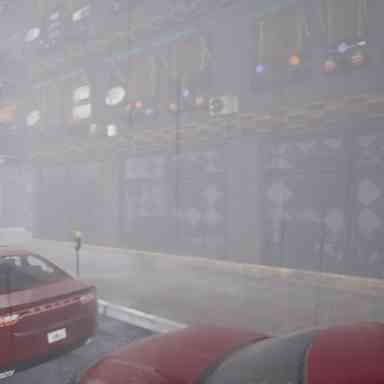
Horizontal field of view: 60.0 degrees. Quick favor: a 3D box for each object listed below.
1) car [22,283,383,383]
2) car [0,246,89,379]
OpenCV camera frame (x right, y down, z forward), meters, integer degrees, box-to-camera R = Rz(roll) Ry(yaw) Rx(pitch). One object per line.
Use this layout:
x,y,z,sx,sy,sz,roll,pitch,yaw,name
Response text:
1.133,1.544,1.935,4.507,1.381,1.887,0,-1,35,car
-3.372,1.509,5.141,4.507,1.381,1.887,0,-1,35,car
